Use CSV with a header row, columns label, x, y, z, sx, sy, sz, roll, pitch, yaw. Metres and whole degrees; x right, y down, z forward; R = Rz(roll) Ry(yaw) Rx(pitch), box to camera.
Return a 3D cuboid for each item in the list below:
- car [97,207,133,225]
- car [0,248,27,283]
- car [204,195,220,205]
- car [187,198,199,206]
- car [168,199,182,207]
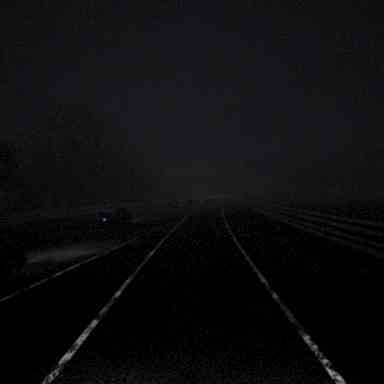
label,x,y,z,sx,sy,sz,roll,pitch,yaw
car,-6.590,1.996,28.663,1.812,1.442,4.674,-3,0,9
car,-6.057,1.886,7.767,1.895,1.301,4.718,-3,0,7
car,3.772,1.799,66.404,1.895,1.301,4.718,-3,0,12
car,0.201,1.898,66.289,1.837,1.490,4.892,-3,0,12
car,-3.388,2.093,66.183,1.837,1.490,4.892,-3,0,12
